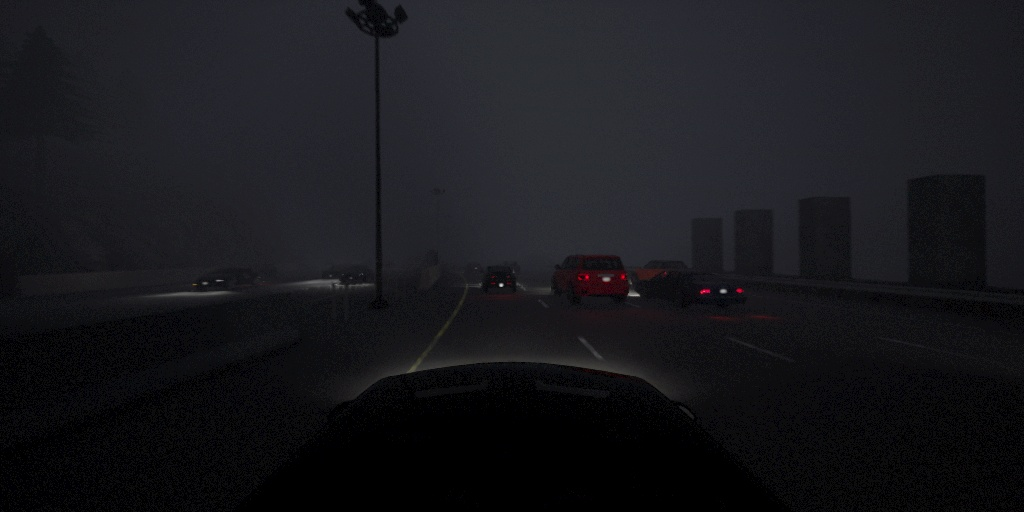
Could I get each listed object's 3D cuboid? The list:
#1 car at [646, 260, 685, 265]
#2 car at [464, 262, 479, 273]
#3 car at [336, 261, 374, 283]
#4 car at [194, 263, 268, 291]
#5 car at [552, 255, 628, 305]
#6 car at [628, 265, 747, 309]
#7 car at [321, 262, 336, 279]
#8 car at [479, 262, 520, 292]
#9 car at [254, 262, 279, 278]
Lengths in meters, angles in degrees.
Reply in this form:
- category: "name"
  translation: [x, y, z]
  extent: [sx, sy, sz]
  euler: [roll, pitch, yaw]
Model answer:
- category: "car"
  translation: [9.481, 1.048, 23.010]
  extent: [2.097, 1.767, 4.553]
  euler: [-1, 0, -6]
- category: "car"
  translation: [-4.770, 1.426, 44.660]
  extent: [1.994, 1.385, 4.181]
  euler: [0, 0, -14]
- category: "car"
  translation: [-12.897, 1.440, 30.223]
  extent: [1.812, 1.442, 4.674]
  euler: [0, 0, -9]
- category: "car"
  translation: [-19.103, 1.469, 24.342]
  extent: [1.837, 1.490, 4.892]
  euler: [0, -1, -8]
- category: "car"
  translation: [3.304, 0.965, 16.131]
  extent: [2.150, 2.045, 5.566]
  euler: [0, 0, -5]
- category: "car"
  translation: [6.970, 1.254, 14.695]
  extent: [2.033, 1.411, 5.357]
  euler: [0, 0, -5]
- category: "car"
  translation: [-17.437, 1.566, 35.842]
  extent: [1.895, 1.301, 4.718]
  euler: [-1, 0, -11]
- category: "car"
  translation: [-0.855, 1.295, 21.619]
  extent: [1.837, 1.490, 4.892]
  euler: [1, 0, -7]
- category: "car"
  translation: [-24.281, 1.379, 34.275]
  extent: [2.097, 1.767, 4.553]
  euler: [-1, 0, -11]
